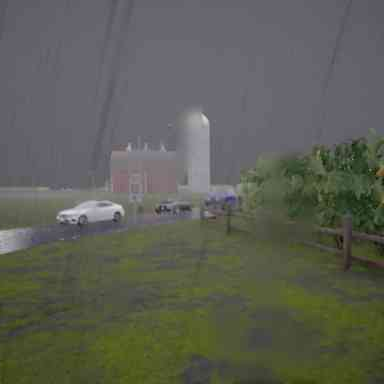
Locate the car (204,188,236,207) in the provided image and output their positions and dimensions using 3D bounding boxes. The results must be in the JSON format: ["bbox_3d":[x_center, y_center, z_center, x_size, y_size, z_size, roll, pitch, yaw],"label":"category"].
[{"bbox_3d":[3.393,0.623,38.851,2.150,2.045,5.566,-1,1,26],"label":"car"}]

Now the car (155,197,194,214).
[{"bbox_3d":[-1.505,1.148,29.546,1.994,1.385,4.181,-1,1,29],"label":"car"}]

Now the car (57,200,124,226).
[{"bbox_3d":[-6.349,1.274,21.335,1.812,1.442,4.674,-1,1,31],"label":"car"}]
